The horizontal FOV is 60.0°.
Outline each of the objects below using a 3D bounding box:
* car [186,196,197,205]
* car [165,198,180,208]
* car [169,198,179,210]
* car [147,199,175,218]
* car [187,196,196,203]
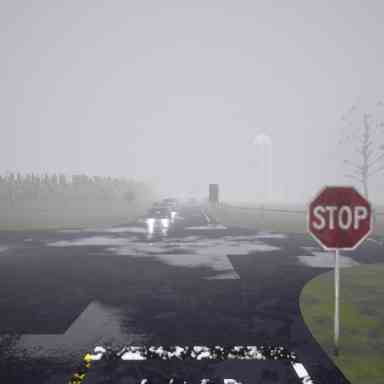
[{"bbox_3d":[0.000,1.615,61.157,2.033,1.411,5.357,0,0,0],"label":"car"},{"bbox_3d":[-2.907,1.596,50.954,2.033,1.411,5.357,0,0,0],"label":"car"},{"bbox_3d":[-2.908,1.558,40.455,1.812,1.442,4.674,0,0,0],"label":"car"},{"bbox_3d":[-2.885,1.584,30.486,1.994,1.385,4.181,0,0,0],"label":"car"},{"bbox_3d":[-0.122,1.615,71.606,1.812,1.442,4.674,0,0,0],"label":"car"}]
